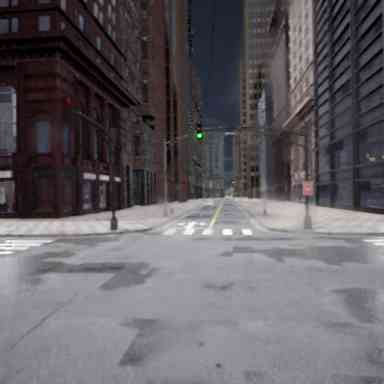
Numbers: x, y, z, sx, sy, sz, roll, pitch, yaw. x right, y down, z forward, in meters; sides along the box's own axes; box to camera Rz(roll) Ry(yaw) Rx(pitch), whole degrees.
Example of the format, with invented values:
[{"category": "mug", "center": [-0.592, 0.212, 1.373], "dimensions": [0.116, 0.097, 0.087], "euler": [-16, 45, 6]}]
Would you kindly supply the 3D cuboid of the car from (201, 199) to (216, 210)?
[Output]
[{"category": "car", "center": [2.501, 1.803, 49.322], "dimensions": [1.812, 1.442, 4.674], "euler": [-1, 0, 6]}]
